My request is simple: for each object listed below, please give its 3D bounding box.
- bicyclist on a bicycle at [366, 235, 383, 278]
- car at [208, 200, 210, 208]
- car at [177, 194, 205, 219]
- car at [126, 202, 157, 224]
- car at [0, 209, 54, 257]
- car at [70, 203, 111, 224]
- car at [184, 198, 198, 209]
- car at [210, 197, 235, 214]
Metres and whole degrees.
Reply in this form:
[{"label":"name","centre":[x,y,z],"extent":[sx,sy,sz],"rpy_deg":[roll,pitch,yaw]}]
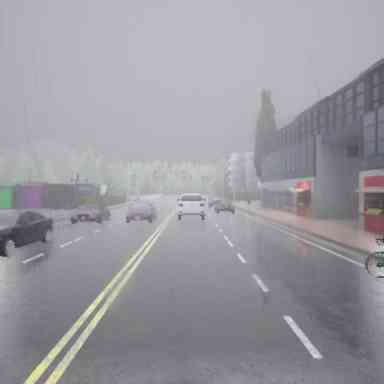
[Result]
[{"label":"bicyclist on a bicycle","centre":[5.221,1.390,8.431],"extent":[1.656,1.620,0.582],"rpy_deg":[0,0,-1]},{"label":"car","centre":[3.299,1.451,46.805],"extent":[1.812,1.442,4.674],"rpy_deg":[0,0,0]},{"label":"car","centre":[-0.059,1.176,28.324],"extent":[2.150,2.045,5.566],"rpy_deg":[0,0,0]},{"label":"car","centre":[-3.654,1.486,24.708],"extent":[1.812,1.442,4.674],"rpy_deg":[0,0,0]},{"label":"car","centre":[-7.192,1.457,13.058],"extent":[1.882,1.535,5.008],"rpy_deg":[0,0,0]},{"label":"car","centre":[-7.237,1.526,24.024],"extent":[1.994,1.385,4.181],"rpy_deg":[0,0,-1]},{"label":"car","centre":[-0.133,1.528,45.624],"extent":[1.895,1.301,4.718],"rpy_deg":[0,0,0]},{"label":"car","centre":[3.378,1.491,35.236],"extent":[2.033,1.411,5.357],"rpy_deg":[0,0,0]}]
